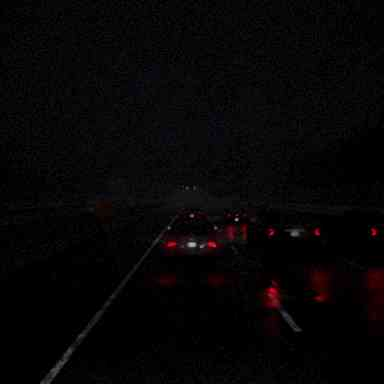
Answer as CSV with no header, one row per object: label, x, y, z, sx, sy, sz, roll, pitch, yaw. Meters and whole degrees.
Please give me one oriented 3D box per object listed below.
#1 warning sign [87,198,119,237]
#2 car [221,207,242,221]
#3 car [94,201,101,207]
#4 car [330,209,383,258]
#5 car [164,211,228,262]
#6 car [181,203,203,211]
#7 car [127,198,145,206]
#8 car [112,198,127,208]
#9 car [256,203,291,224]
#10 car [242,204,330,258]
warning sign,-4.530,1.276,17.000,1.300,1.860,1.060,1,0,0
car,3.519,1.910,28.272,1.895,1.301,4.718,0,-1,0
car,-17.494,2.513,64.780,2.033,1.411,5.357,0,-1,0
car,7.021,1.476,13.428,2.097,1.767,4.553,0,-1,0
car,0.010,1.663,12.522,2.033,1.411,5.357,0,-1,0
car,0.021,1.877,28.517,1.994,1.385,4.181,0,-1,0
car,-10.503,2.192,64.918,2.150,2.045,5.566,0,-1,0
car,-13.999,2.190,64.836,2.150,2.045,5.566,0,-1,0
car,7.030,1.801,29.282,1.882,1.535,5.008,0,-1,1
car,3.521,1.476,13.431,2.097,1.767,4.553,0,-1,0
